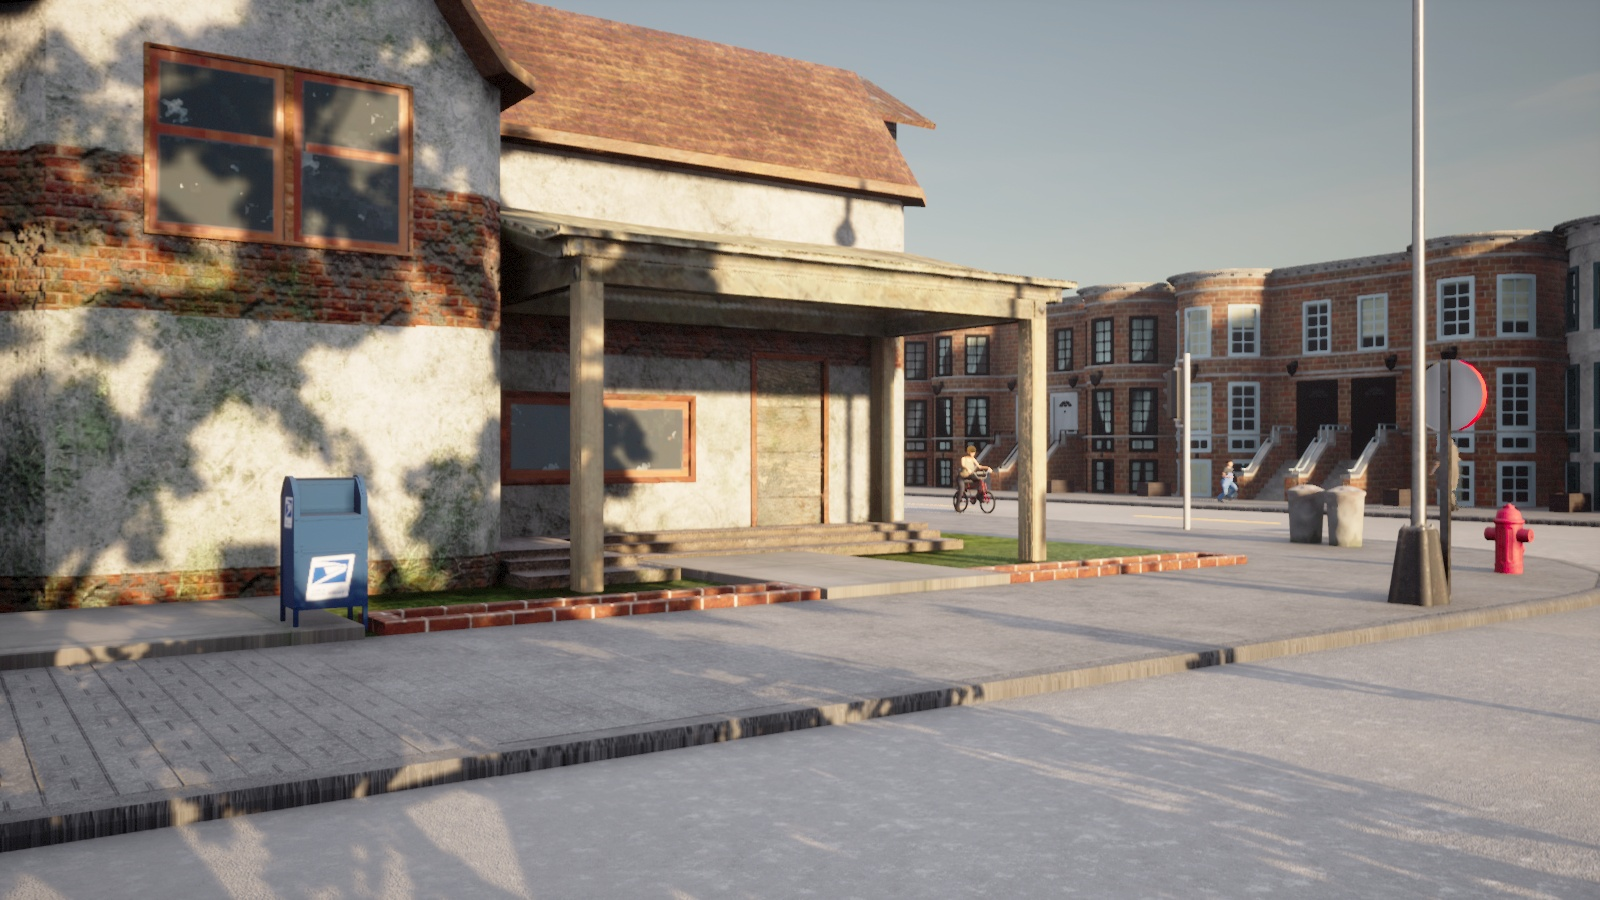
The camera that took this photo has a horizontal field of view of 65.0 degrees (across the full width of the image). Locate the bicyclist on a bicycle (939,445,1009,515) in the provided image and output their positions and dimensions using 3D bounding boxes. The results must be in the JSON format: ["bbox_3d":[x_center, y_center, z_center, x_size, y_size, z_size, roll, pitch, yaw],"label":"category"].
[{"bbox_3d":[4.181,0.702,30.190,0.866,1.612,1.509,0,0,-35],"label":"bicyclist on a bicycle"}]

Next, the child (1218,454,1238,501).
[{"bbox_3d":[11.509,0.731,33.770,0.270,1.263,0.437,0,0,-21],"label":"child"}]

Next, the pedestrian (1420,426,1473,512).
[{"bbox_3d":[14.890,0.432,28.914,0.659,1.952,0.873,0,0,-34],"label":"pedestrian"}]
